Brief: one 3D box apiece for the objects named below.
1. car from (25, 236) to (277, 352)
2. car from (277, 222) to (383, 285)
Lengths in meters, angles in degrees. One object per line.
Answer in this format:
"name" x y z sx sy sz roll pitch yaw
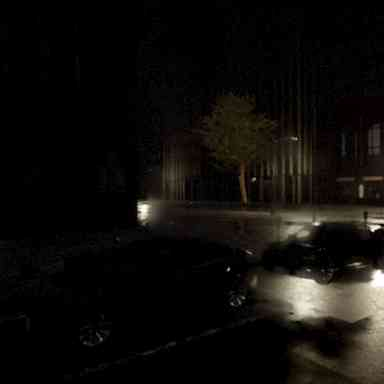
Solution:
"car" -0.662 1.564 6.191 4.313 1.339 1.947 0 0 -36
"car" 3.914 1.560 9.481 4.313 1.339 1.947 0 0 -36
